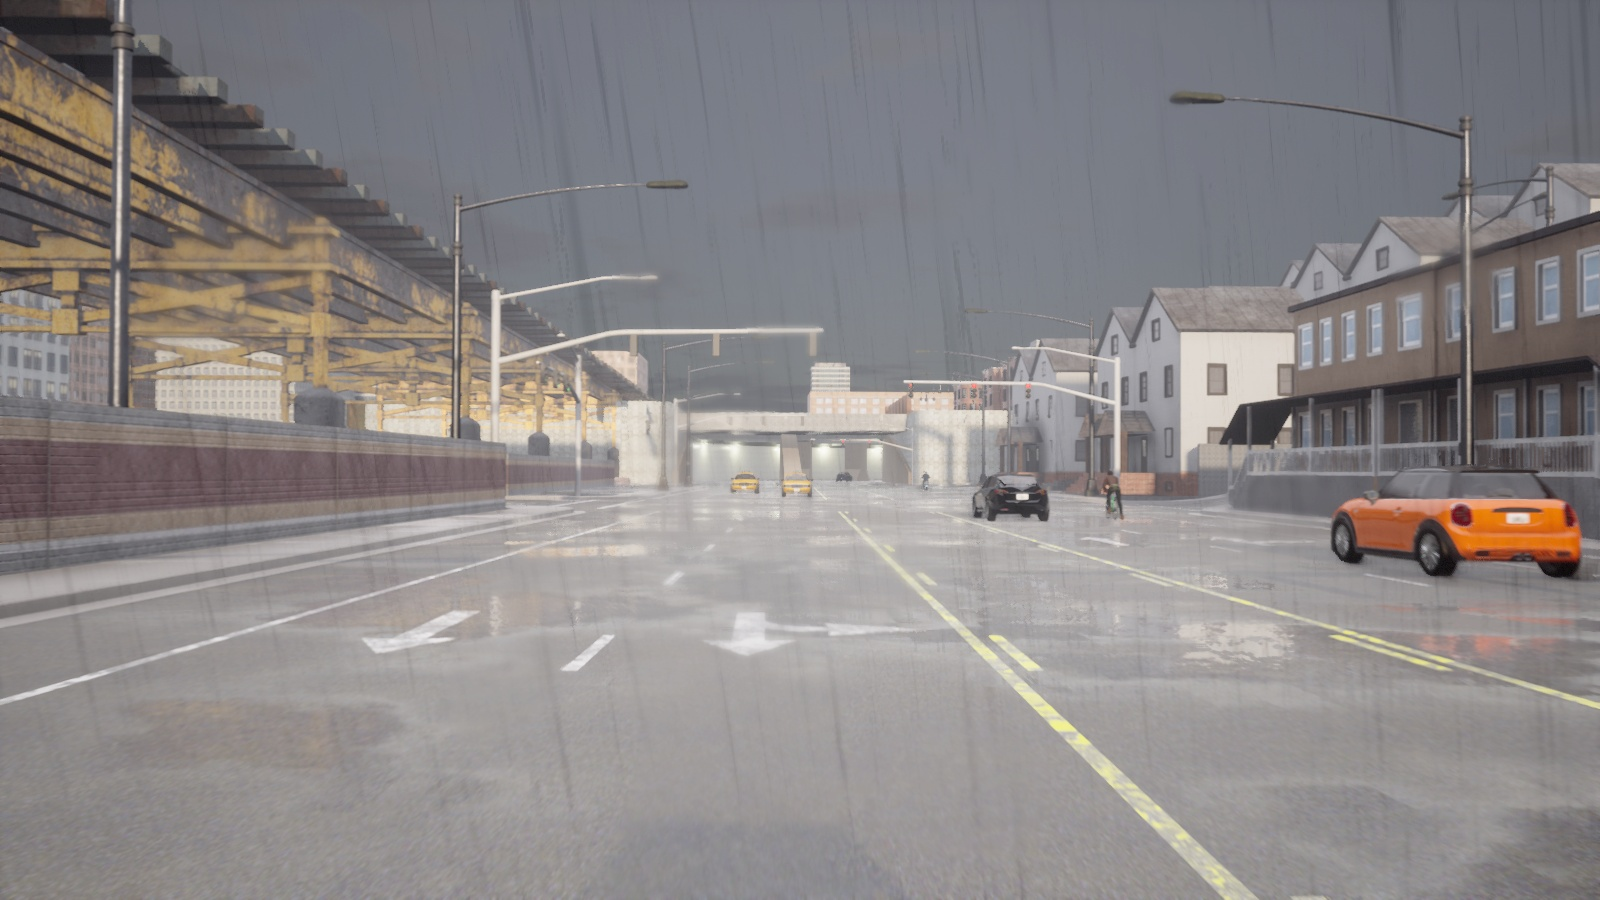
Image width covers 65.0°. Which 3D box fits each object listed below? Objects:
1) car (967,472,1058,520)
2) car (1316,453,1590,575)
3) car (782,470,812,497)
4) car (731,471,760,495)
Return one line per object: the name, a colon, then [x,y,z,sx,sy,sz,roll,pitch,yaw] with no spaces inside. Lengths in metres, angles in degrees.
car: [6.906,1.479,41.373,2.163,1.488,4.792,0,-1,0]
car: [10.454,0.976,20.597,2.097,1.767,4.553,0,-1,0]
car: [-0.175,2.048,77.297,1.801,1.575,5.366,0,-1,0]
car: [-3.695,2.208,85.968,1.801,1.575,5.366,0,-1,0]
